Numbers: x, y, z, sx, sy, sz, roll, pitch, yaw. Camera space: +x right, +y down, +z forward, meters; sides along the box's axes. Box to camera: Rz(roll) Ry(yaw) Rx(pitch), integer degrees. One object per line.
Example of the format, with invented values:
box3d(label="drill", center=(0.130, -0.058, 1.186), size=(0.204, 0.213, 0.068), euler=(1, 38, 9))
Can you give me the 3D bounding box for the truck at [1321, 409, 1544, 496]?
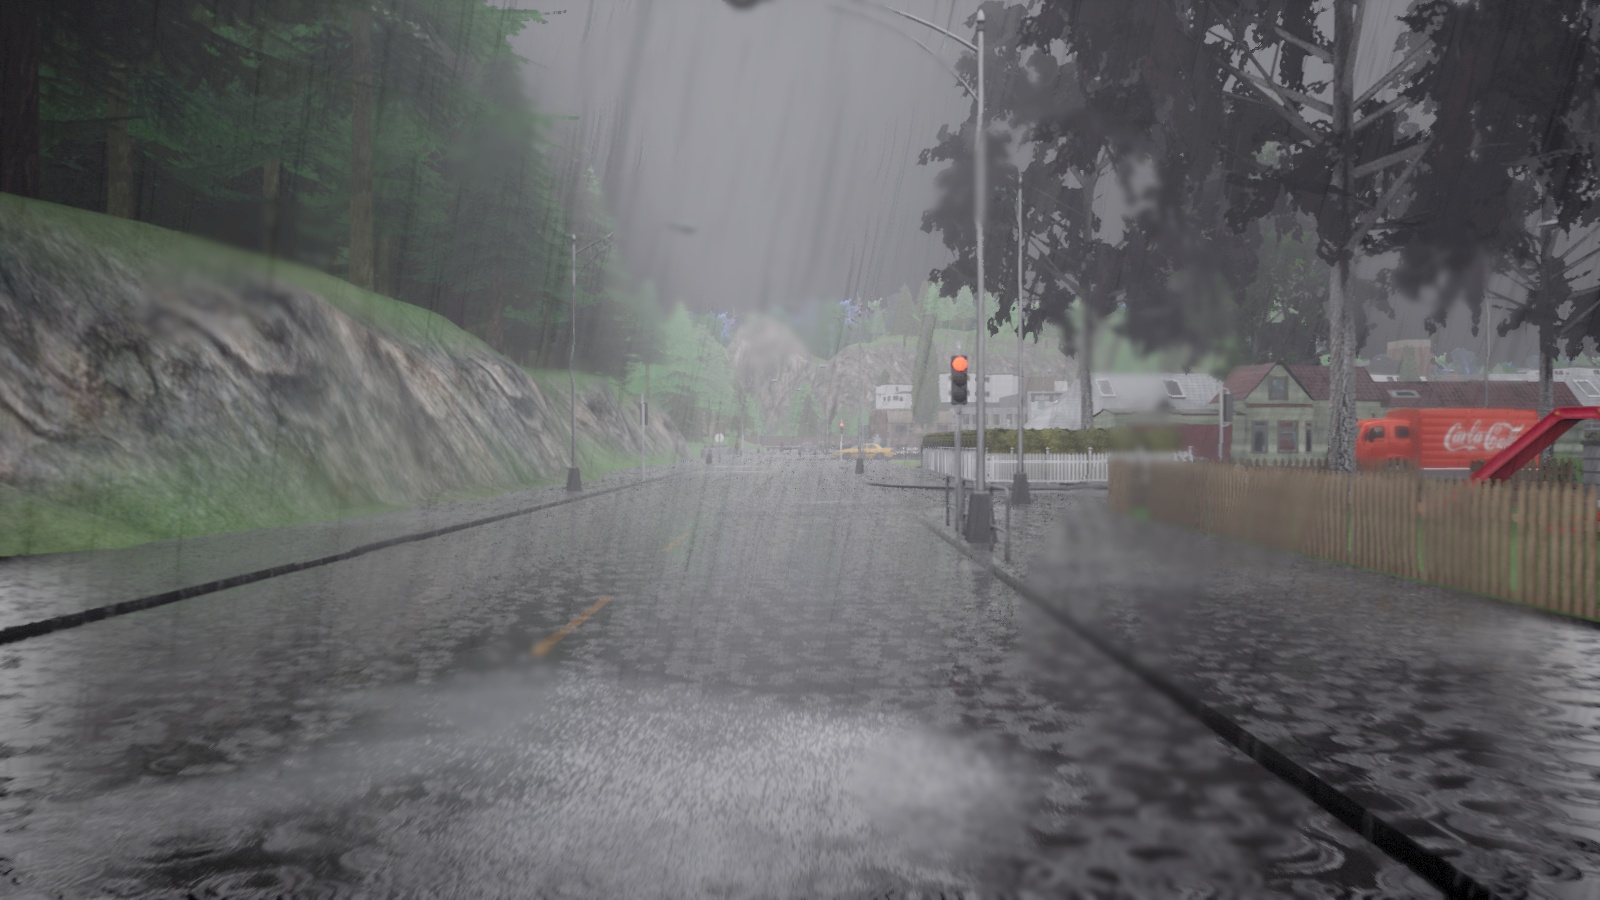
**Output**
box3d(label="truck", center=(18.482, 0.067, 36.919), size=(5.204, 2.467, 2.627), euler=(0, 0, 0))
